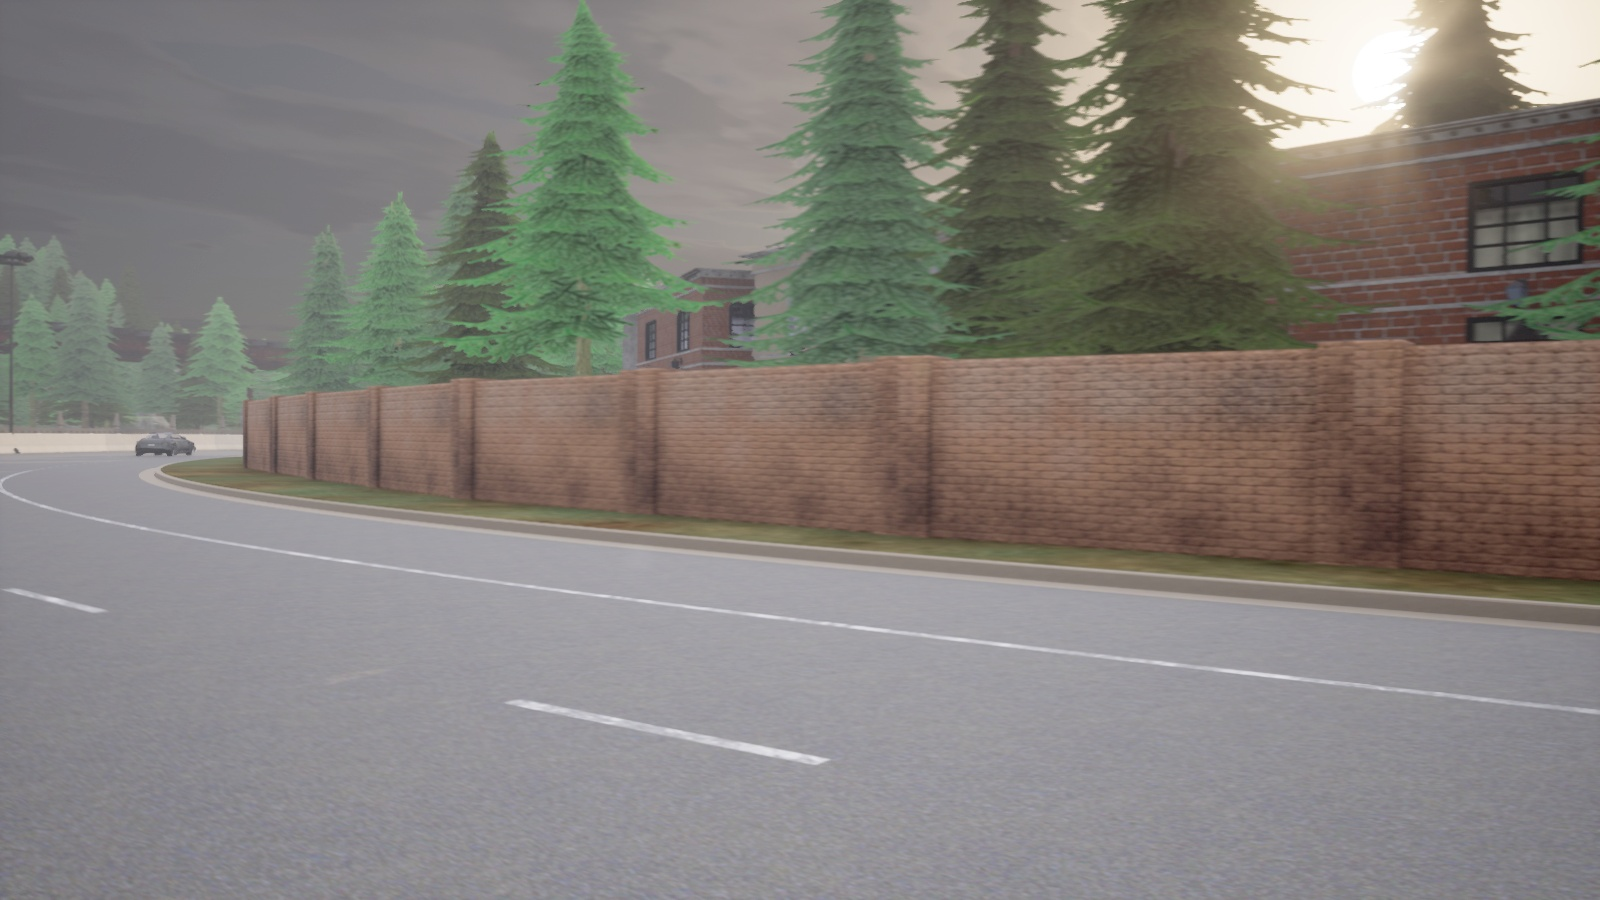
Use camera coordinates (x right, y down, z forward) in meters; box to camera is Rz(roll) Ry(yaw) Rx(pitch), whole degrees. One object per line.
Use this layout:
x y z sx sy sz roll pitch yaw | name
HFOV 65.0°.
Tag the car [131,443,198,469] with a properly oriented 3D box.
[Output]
-35.872 0.324 71.005 1.994 1.385 4.181 -1 1 -6 | car
